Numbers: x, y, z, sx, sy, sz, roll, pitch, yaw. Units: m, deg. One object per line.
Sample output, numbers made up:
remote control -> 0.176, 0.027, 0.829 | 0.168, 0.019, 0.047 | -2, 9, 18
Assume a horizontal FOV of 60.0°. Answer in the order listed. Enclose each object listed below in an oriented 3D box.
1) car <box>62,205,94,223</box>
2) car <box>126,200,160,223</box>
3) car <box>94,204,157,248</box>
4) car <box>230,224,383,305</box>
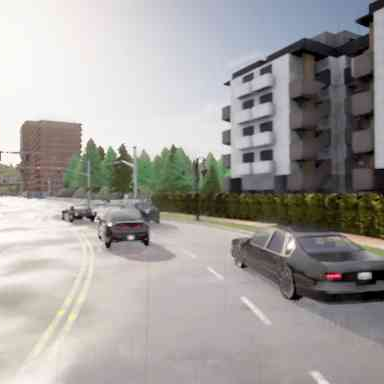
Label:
car -> -9.149, 1.686, 26.711 | 1.895, 1.301, 4.718 | 0, 0, -31
car -> -4.111, 1.396, 24.855 | 2.097, 1.767, 4.553 | 0, 0, -29
car -> -3.221, 1.539, 15.287 | 1.837, 1.490, 4.892 | 0, 0, -20
car -> 2.559, 1.531, 8.330 | 2.033, 1.411, 5.357 | 0, 0, -11
